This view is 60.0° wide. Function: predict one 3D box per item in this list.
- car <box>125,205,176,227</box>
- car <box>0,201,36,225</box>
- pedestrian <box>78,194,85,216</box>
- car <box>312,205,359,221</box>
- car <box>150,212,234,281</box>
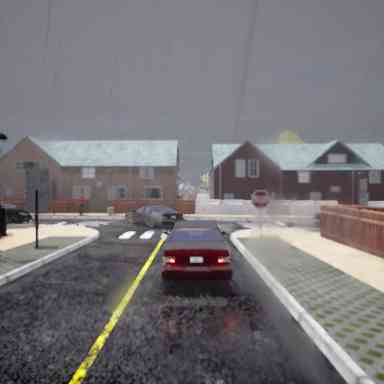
[{"bbox_3d":[-2.583,1.545,22.055,2.033,1.411,5.357,1,0,-35],"label":"car"},{"bbox_3d":[-13.001,1.386,22.294,4.902,1.511,2.128,1,0,1],"label":"car"},{"bbox_3d":[-9.374,1.066,28.078,0.375,1.860,0.375,0,-1,1],"label":"pedestrian"},{"bbox_3d":[11.866,1.685,24.680,5.357,1.411,2.033,0,0,1],"label":"car"},{"bbox_3d":[0.095,1.551,9.871,2.033,1.411,5.357,0,0,0],"label":"car"}]
